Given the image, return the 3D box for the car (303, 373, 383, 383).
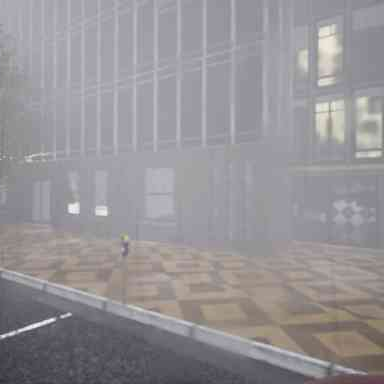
[{"bbox_3d":[2.327,1.590,1.224,4.206,1.307,1.802,1,0,35],"label":"car"}]
